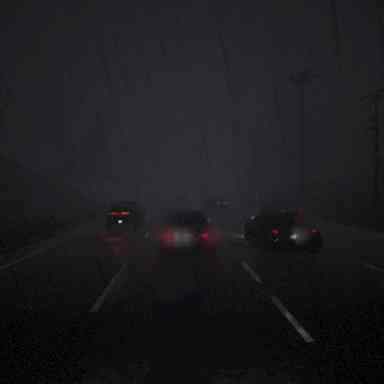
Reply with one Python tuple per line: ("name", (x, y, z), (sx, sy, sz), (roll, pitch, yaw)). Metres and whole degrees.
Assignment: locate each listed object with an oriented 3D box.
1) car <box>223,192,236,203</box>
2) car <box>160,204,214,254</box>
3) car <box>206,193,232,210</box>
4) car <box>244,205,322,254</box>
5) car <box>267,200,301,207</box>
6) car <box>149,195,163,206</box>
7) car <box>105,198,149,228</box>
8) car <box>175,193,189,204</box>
("car", (5.475, 0.750, 51.450), (2.097, 1.767, 4.553), (0, 1, -2))
("car", (-0.216, 1.405, 12.804), (2.033, 1.411, 5.357), (0, 1, -2))
("car", (2.536, 1.141, 35.131), (2.033, 1.411, 5.357), (0, 1, -2))
("car", (3.295, 1.404, 12.765), (1.994, 1.385, 4.181), (0, 1, -2))
("car", (6.420, 1.248, 23.838), (2.033, 1.411, 5.357), (0, 1, -2))
("car", (-4.723, 1.092, 42.604), (2.033, 1.411, 5.357), (0, 1, -2))
("car", (-3.955, 1.296, 20.257), (1.837, 1.490, 4.892), (0, 1, -2))
("car", (-1.427, 0.940, 48.555), (1.882, 1.535, 5.008), (0, 1, -2))
